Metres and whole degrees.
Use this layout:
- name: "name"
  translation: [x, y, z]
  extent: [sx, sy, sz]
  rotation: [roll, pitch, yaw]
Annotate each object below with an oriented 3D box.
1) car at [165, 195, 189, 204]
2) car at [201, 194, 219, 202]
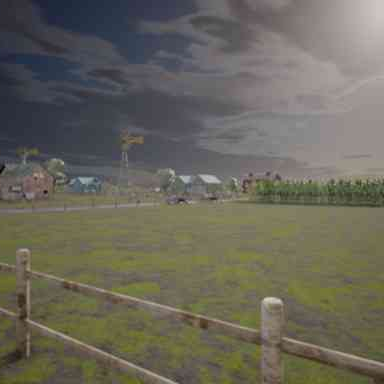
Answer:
- name: "car"
  translation: [-2.435, 1.188, 56.248]
  extent: [2.128, 1.511, 4.902]
  rotation: [0, 0, 35]
- name: "car"
  translation: [3.411, 1.170, 64.830]
  extent: [1.812, 1.442, 4.674]
  rotation: [0, 0, 35]
